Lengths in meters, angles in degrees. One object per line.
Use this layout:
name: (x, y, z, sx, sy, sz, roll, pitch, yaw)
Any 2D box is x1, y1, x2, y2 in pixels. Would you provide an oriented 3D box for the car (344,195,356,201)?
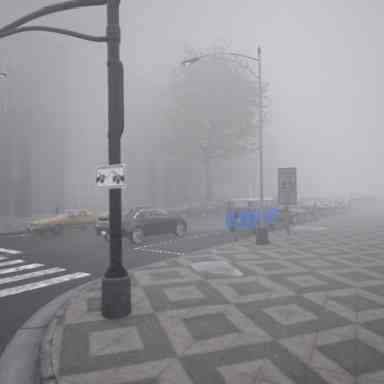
car: (39.575, 1.400, 83.153, 2.008, 1.369, 4.403, -1, -1, 36)

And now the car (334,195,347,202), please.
car: (33.211, 1.415, 74.317, 1.887, 1.381, 4.507, -1, -1, 36)

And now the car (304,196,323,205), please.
car: (21.069, 1.440, 57.459, 1.752, 1.417, 4.829, -1, -1, 36)

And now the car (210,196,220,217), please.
car: (2.619, 1.307, 31.848, 2.192, 1.841, 5.009, -1, 0, 36)

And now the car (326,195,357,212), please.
car: (16.073, 1.363, 35.938, 2.008, 1.369, 4.403, -1, 0, 36)

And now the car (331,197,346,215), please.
car: (12.910, 1.408, 31.546, 1.802, 1.307, 4.206, -1, 0, 36)

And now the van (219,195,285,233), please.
van: (3.416, 1.212, 18.370, 1.690, 1.788, 3.998, -1, 0, 36)

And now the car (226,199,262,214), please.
car: (5.713, 1.529, 36.139, 2.008, 1.369, 4.403, -1, 0, 36)

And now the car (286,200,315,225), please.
car: (6.582, 1.422, 22.760, 1.947, 1.339, 4.313, -1, 0, 36)

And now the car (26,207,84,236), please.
car: (-6.757, 1.564, 18.836, 1.752, 1.417, 4.829, -1, 0, 36)

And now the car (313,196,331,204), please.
car: (24.259, 1.453, 61.889, 2.008, 1.369, 4.403, -1, -1, 36)

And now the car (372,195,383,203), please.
car: (35.055, 1.304, 62.293, 1.947, 1.339, 4.313, -1, -1, 36)

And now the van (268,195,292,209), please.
van: (11.892, 1.292, 44.723, 1.690, 1.788, 3.998, -1, 0, 36)

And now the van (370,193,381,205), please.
van: (28.725, 1.102, 53.510, 1.690, 1.788, 3.998, -1, -1, 36)

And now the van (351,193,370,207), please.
van: (22.397, 1.127, 44.725, 1.690, 1.788, 3.998, -1, 0, 36)

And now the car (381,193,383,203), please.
car: (31.990, 1.274, 58.039, 1.752, 1.417, 4.829, -1, -1, 36)

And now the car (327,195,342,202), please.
car: (30.029, 1.432, 69.900, 2.008, 1.369, 4.403, -1, -1, 36)

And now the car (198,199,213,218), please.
car: (-0.469, 1.551, 27.555, 1.887, 1.381, 4.507, -1, 0, 36)

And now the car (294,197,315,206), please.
car: (18.077, 1.492, 53.305, 1.947, 1.339, 4.313, -1, 0, 36)

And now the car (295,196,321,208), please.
car: (15.996, 1.386, 45.695, 2.128, 1.511, 4.902, -1, -1, 36)

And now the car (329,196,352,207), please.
car: (21.839, 1.375, 48.674, 2.033, 1.411, 5.357, -1, -1, 36)

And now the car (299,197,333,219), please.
car: (9.746, 1.385, 27.153, 1.887, 1.381, 4.507, -1, 0, 36)

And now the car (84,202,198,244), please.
car: (-2.142, 1.429, 15.379, 2.128, 1.511, 4.902, -1, -1, 36)
